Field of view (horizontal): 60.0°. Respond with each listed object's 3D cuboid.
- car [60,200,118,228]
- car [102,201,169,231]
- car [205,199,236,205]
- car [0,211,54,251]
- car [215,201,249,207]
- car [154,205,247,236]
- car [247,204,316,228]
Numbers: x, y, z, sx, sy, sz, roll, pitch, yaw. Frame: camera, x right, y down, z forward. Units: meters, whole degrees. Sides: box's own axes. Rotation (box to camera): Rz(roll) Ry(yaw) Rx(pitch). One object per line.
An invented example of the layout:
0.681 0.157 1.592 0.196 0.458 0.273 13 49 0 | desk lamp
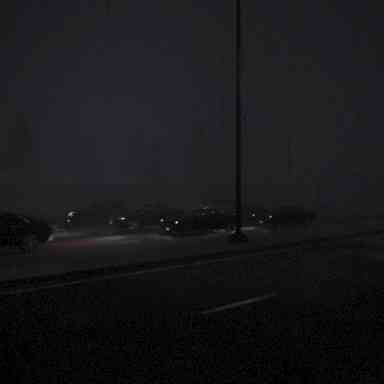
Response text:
-6.328 1.354 22.191 4.553 1.767 2.097 0 0 -35 | car
-2.642 1.495 20.517 4.902 1.511 2.128 0 0 -35 | car
2.172 1.356 28.136 4.553 1.767 2.097 0 0 -35 | car
-7.843 1.507 12.514 4.892 1.490 1.837 0 0 -35 | car
4.179 1.568 25.269 4.181 1.385 1.994 0 0 -35 | car
0.550 1.603 18.494 4.718 1.301 1.895 0 0 -35 | car
6.186 1.604 22.402 4.718 1.301 1.895 0 0 -35 | car
